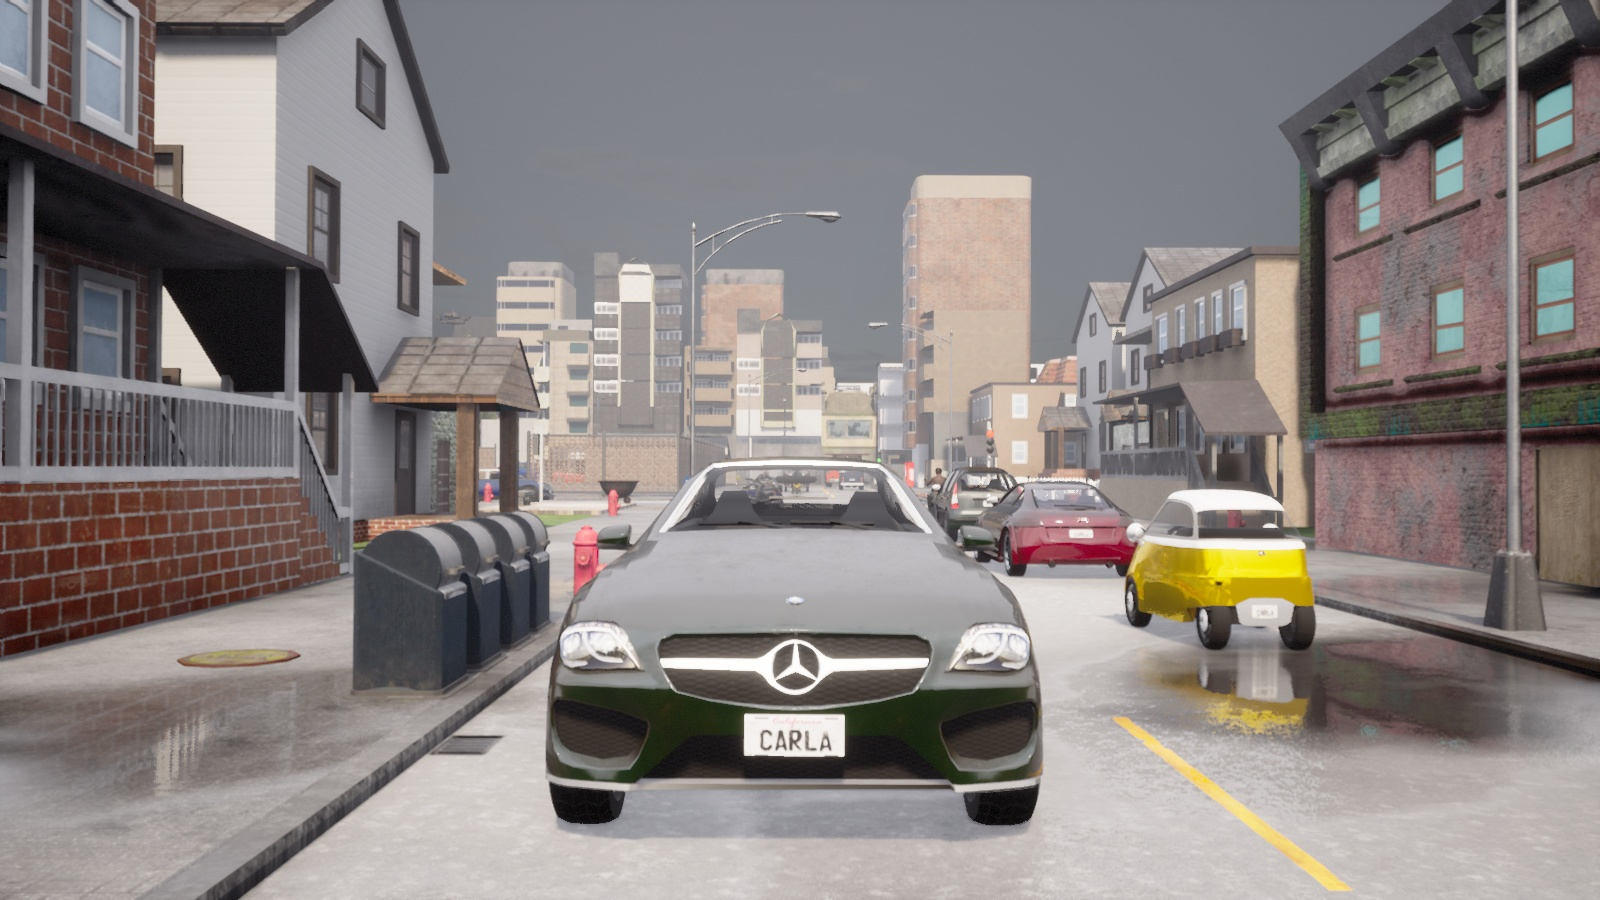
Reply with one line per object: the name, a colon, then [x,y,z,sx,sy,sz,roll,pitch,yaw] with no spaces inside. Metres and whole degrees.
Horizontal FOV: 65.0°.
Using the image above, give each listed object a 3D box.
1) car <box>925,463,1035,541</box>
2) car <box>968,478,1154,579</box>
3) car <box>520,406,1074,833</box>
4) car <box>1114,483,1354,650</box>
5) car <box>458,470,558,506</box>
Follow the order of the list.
car: [3.928,1.102,28.039,1.851,1.617,3.988,0,-1,0]
car: [3.955,1.147,19.762,1.994,1.385,4.181,0,-1,-1]
car: [-0.020,0.698,7.403,2.152,1.651,5.027,0,-1,0]
car: [3.970,1.022,11.804,1.481,1.376,2.207,0,-1,0]
car: [-12.364,1.603,53.374,3.806,1.475,1.970,0,-1,0]
